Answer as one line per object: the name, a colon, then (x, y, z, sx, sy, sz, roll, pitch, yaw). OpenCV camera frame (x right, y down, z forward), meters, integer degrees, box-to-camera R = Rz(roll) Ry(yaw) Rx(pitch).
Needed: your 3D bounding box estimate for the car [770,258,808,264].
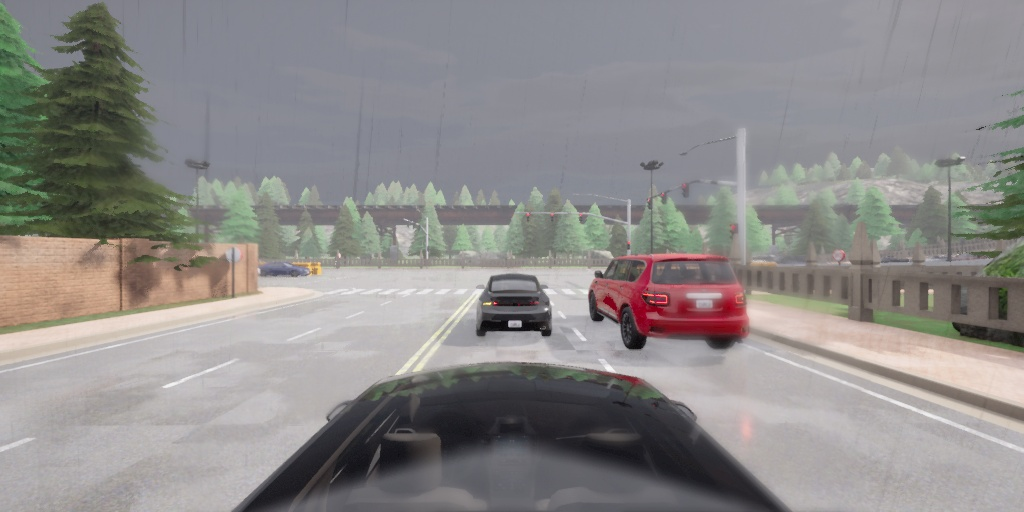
car: (32.491, 1.294, 41.131, 5.357, 1.411, 2.033, 0, 0, 0)

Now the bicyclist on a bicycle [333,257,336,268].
bicyclist on a bicycle: (-27.410, 1.047, 55.790, 0.582, 1.620, 1.656, 0, 0, 0)

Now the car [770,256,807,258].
car: (33.895, 0.963, 44.636, 5.566, 2.045, 2.150, 0, 0, 0)

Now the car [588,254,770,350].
car: (3.517, 0.971, 9.233, 2.150, 2.045, 5.566, 0, 0, 0)

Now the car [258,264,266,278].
car: (-24.512, 0.970, 30.312, 5.566, 2.045, 2.150, 0, 0, 0)

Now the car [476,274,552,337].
car: (0.021, 1.254, 10.334, 1.837, 1.490, 4.892, 0, 0, -1)

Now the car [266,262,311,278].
car: (-21.554, 1.274, 33.817, 4.674, 1.442, 1.812, 0, 0, 0)
